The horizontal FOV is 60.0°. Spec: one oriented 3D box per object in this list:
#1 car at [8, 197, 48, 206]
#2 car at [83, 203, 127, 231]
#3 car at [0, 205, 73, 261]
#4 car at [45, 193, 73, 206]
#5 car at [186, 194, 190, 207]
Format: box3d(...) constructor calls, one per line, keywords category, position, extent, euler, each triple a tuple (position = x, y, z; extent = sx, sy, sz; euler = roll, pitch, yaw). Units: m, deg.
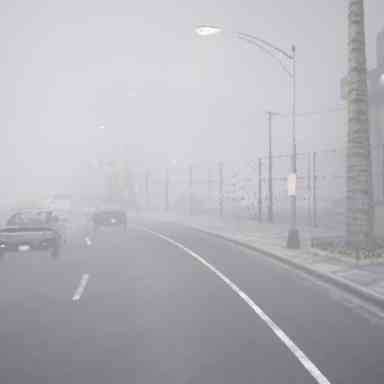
box3d(category="car", position=(-12.944, 1.410, 26.027), extent=(1.882, 1.535, 5.008), euler=(0, 0, -34))
box3d(category="car", position=(-5.435, 1.417, 20.494), extent=(1.882, 1.535, 5.008), euler=(0, 0, -26))
box3d(category="car", position=(-5.761, 1.458, 12.296), extent=(2.128, 1.511, 4.902), euler=(0, 0, -17))
box3d(category="car", position=(-13.542, 1.132, 33.081), extent=(2.150, 2.045, 5.566), euler=(0, 0, -35))
box3d(category="car", position=(-0.415, 1.099, 46.463), extent=(2.185, 1.767, 4.553), euler=(0, 0, -36))
